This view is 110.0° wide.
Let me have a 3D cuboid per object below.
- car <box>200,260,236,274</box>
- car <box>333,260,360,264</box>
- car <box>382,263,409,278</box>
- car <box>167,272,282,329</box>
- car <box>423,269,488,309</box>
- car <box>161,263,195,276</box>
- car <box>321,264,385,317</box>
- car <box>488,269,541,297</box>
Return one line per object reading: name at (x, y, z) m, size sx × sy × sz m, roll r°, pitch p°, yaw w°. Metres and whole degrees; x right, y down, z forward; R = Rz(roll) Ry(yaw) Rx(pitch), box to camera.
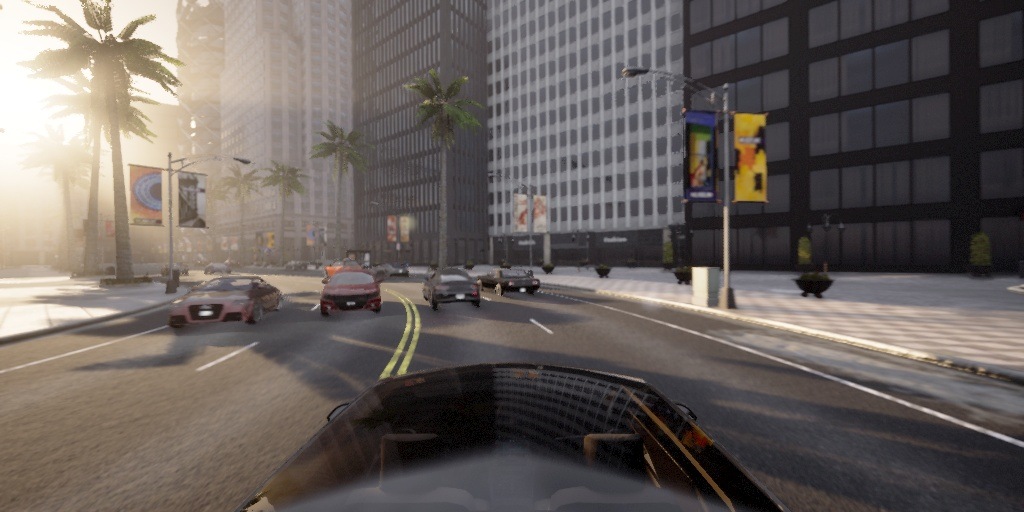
car at (-36.094, 1.523, 43.970) m, size 4.674 × 1.442 × 1.812 m, roll 0°, pitch 0°, yaw 37°
car at (-15.293, 1.169, 32.572) m, size 4.553 × 1.767 × 2.097 m, roll 0°, pitch 0°, yaw 41°
car at (-11.605, 1.340, 33.947) m, size 4.181 × 1.385 × 1.994 m, roll 0°, pitch 0°, yaw 42°
car at (-9.032, 1.378, 11.665) m, size 1.994 × 1.385 × 4.181 m, roll -1°, pitch 0°, yaw -20°
car at (-2.581, 1.264, 14.861) m, size 1.812 × 1.442 × 4.674 m, roll 0°, pitch 0°, yaw -19°
car at (-39.950, 1.532, 42.493) m, size 4.902 × 1.511 × 2.128 m, roll -1°, pitch 0°, yaw 37°
car at (-6.081, 1.255, 13.832) m, size 1.882 × 1.535 × 5.008 m, roll 0°, pitch 0°, yaw -22°
car at (-0.374, 1.306, 18.822) m, size 1.895 × 1.301 × 4.718 m, roll -1°, pitch 0°, yaw -23°
